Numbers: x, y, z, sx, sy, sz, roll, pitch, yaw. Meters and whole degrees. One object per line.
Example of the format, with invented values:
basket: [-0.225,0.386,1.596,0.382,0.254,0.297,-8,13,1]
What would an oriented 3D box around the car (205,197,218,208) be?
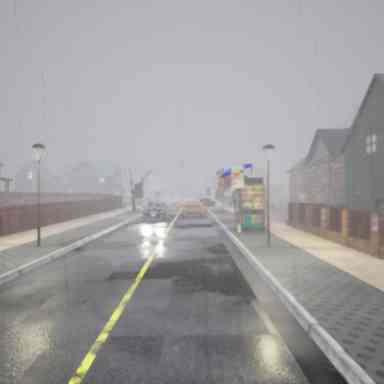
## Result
car: [1.725,1.479,45.414,1.837,1.490,4.892,-1,-1,34]

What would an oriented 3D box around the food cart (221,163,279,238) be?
food cart: [2.975,0.431,18.249,2.280,3.560,4.660,-1,-1,0]

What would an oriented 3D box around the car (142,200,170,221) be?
car: [-2.846,1.447,26.937,2.128,1.511,4.902,0,0,0]

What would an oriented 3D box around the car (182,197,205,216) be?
car: [0.030,1.431,31.803,1.882,1.535,5.008,0,0,0]
